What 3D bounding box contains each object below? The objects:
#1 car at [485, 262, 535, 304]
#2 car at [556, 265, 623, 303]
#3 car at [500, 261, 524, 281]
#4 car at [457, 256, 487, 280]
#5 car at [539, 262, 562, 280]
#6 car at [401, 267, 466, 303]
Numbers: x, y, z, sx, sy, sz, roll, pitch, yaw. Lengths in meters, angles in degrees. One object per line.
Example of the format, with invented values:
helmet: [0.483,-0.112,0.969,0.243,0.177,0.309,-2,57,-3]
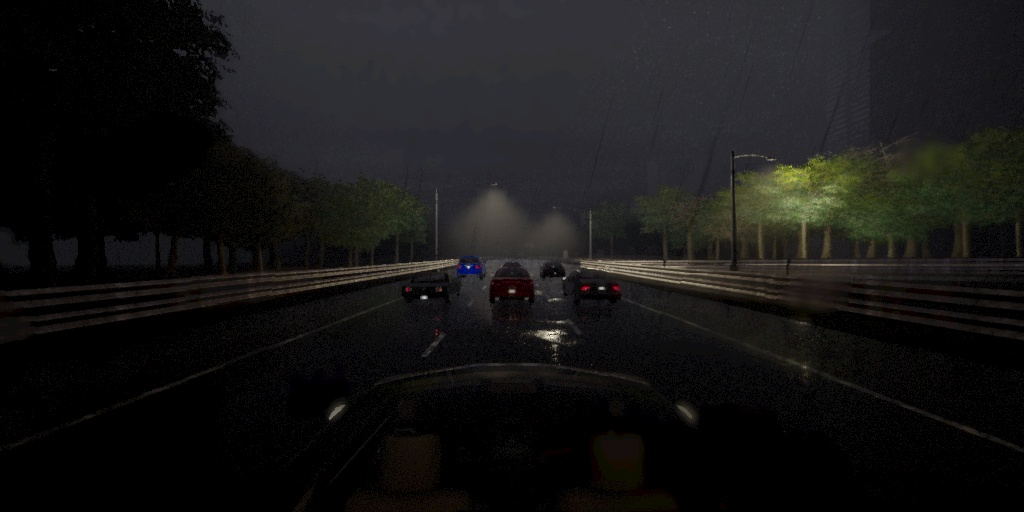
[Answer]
car: [0.000,1.235,16.500,1.882,1.535,5.008,0,0,0]
car: [3.500,1.313,16.500,2.033,1.411,5.357,0,0,0]
car: [0.000,1.231,31.499,1.882,1.535,5.008,0,0,0]
car: [-3.501,1.003,31.530,2.150,2.045,5.566,0,0,0]
car: [3.500,1.231,31.499,1.882,1.535,5.008,0,0,0]
car: [-3.500,1.366,16.530,1.895,1.301,4.718,0,0,0]
